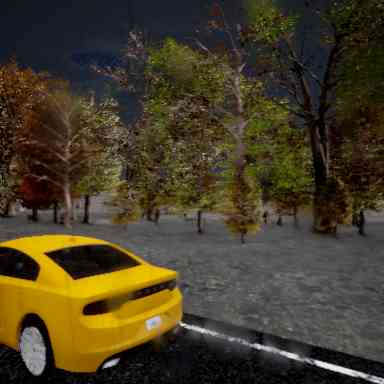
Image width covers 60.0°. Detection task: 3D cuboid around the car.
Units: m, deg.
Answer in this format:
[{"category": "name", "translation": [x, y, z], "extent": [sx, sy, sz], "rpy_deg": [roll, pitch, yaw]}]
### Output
[{"category": "car", "translation": [-2.473, 1.469, 5.479], "extent": [5.008, 1.535, 1.882], "rpy_deg": [-1, -2, 36]}]
